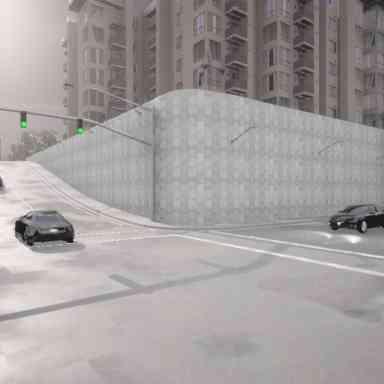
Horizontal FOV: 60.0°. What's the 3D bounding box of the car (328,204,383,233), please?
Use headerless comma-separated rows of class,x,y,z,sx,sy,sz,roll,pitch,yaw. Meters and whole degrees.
car,10.095,1.505,19.798,4.892,1.490,1.837,0,0,-36

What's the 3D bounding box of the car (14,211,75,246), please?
car,-6.994,1.554,15.599,1.994,1.385,4.181,0,1,-36

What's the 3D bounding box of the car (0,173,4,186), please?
car,-21.881,-1.549,36.312,1.994,1.385,4.181,0,12,-36
